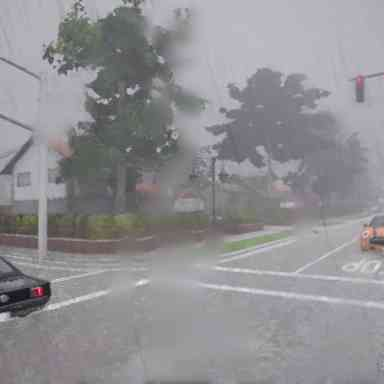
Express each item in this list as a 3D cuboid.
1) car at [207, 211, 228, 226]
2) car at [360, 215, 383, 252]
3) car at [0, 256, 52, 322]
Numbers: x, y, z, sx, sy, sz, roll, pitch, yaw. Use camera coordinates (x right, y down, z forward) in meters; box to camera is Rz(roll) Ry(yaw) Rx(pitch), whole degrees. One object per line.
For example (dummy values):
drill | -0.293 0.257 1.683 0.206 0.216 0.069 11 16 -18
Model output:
car | 1.866 2.680 34.520 3.806 1.475 1.970 -3 -3 35
car | 9.570 1.915 16.147 2.097 1.767 4.553 -3 -3 35
car | -5.179 2.023 7.181 4.718 1.301 1.895 -3 -3 35
